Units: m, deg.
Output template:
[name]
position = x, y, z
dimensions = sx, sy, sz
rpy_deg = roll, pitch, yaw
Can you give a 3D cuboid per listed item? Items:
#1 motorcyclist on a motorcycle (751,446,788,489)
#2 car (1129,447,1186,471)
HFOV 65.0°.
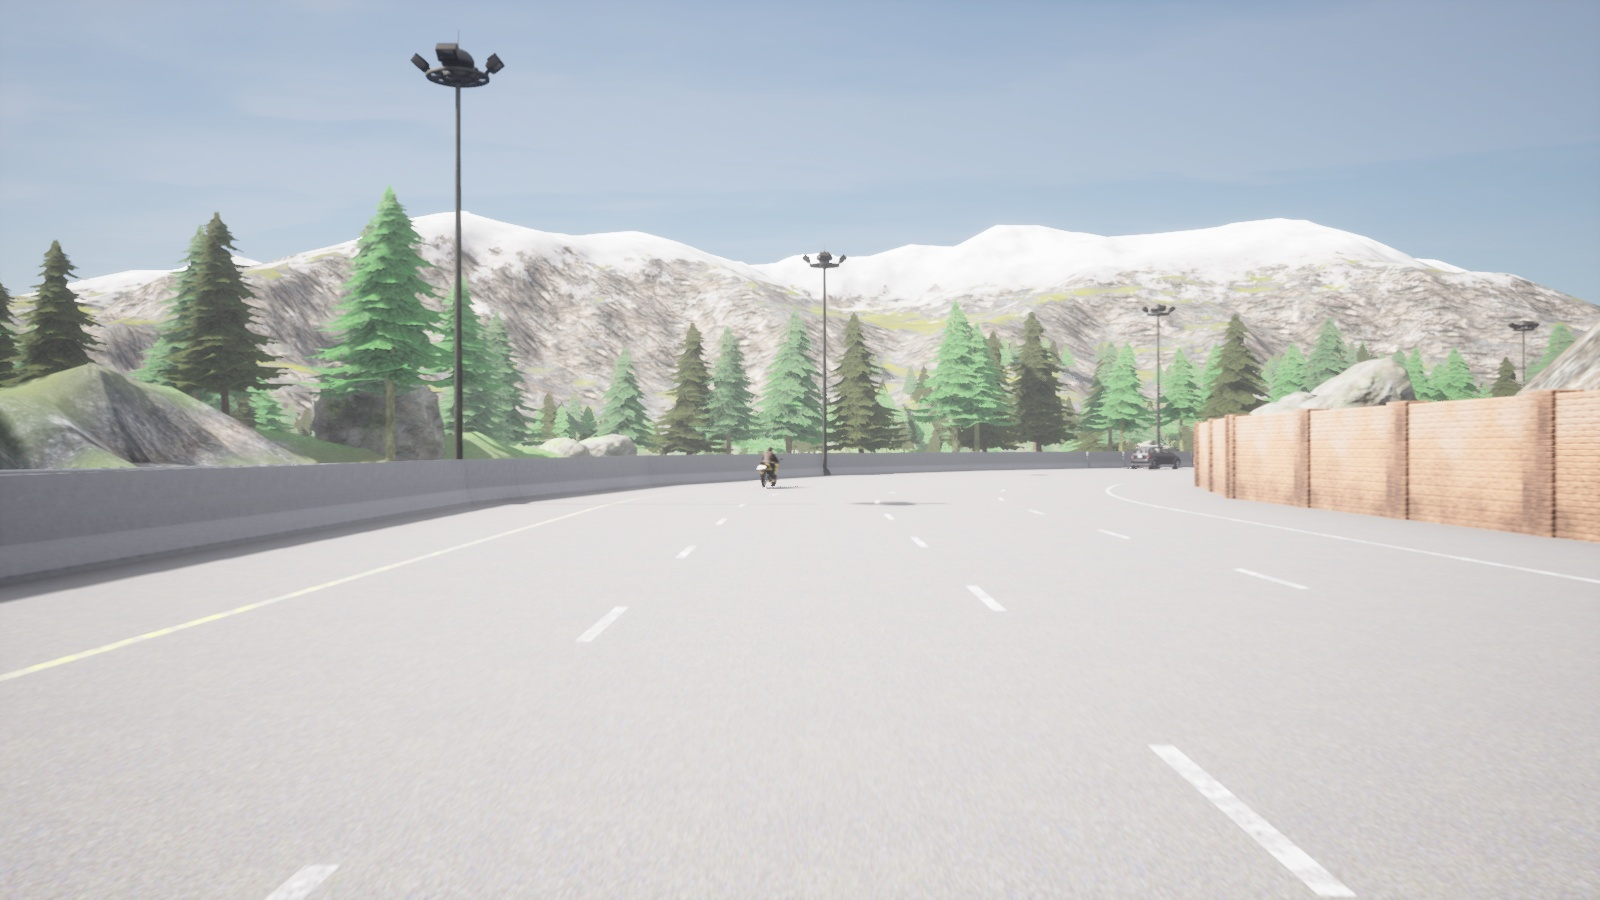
[motorcyclist on a motorcycle]
position = -1.124, 0.637, 46.816
dimensions = 0.797, 1.523, 2.044
rpy_deg = 1, 0, 14
[car]
position = 24.077, 0.580, 84.552
dimensions = 3.705, 1.549, 1.789
rpy_deg = 0, 0, -38
